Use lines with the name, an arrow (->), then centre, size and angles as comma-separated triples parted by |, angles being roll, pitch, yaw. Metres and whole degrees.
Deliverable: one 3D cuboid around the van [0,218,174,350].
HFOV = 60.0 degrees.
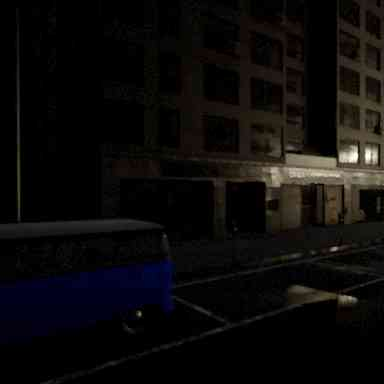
van -> -2.210, 1.341, 4.955 | 3.998, 1.788, 1.690 | 0, 0, -35
